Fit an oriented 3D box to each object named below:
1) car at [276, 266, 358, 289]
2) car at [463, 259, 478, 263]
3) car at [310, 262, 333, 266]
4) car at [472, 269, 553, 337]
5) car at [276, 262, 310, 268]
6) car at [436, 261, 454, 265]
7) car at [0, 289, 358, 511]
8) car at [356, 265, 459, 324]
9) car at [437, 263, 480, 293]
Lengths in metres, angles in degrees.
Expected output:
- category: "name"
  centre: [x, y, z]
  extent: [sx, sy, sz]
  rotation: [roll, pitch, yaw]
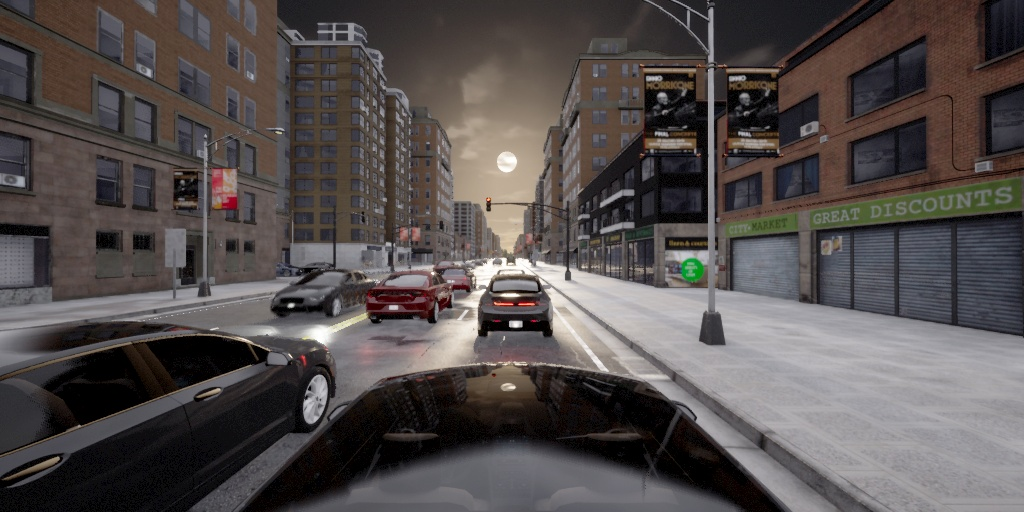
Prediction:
- category: "car"
  centre: [-6.633, 1.258, 13.183]
  extent: [1.837, 1.490, 4.892]
  rotation: [0, -1, 0]
- category: "car"
  centre: [-6.739, 1.372, 54.576]
  extent: [1.895, 1.301, 4.718]
  rotation: [0, 0, 0]
- category: "car"
  centre: [-22.256, 1.347, 40.704]
  extent: [4.313, 1.339, 1.948]
  rotation: [0, 0, 0]
- category: "car"
  centre: [0.077, 1.256, 10.329]
  extent: [1.837, 1.490, 4.892]
  rotation: [0, 0, 0]
- category: "car"
  centre: [-22.726, 1.316, 35.224]
  extent: [4.181, 1.385, 1.994]
  rotation: [0, 0, 0]
- category: "car"
  centre: [-6.696, 1.237, 36.070]
  extent: [1.882, 1.535, 5.008]
  rotation: [0, 0, 0]
- category: "car"
  centre: [-3.152, 1.255, 2.648]
  extent: [1.837, 1.490, 4.892]
  rotation: [0, 0, 0]
- category: "car"
  centre: [-3.179, 1.229, 12.083]
  extent: [1.882, 1.535, 5.008]
  rotation: [0, 0, 0]
- category: "car"
  centre: [-3.199, 1.317, 20.977]
  extent: [1.994, 1.385, 4.181]
  rotation: [0, 0, -1]
